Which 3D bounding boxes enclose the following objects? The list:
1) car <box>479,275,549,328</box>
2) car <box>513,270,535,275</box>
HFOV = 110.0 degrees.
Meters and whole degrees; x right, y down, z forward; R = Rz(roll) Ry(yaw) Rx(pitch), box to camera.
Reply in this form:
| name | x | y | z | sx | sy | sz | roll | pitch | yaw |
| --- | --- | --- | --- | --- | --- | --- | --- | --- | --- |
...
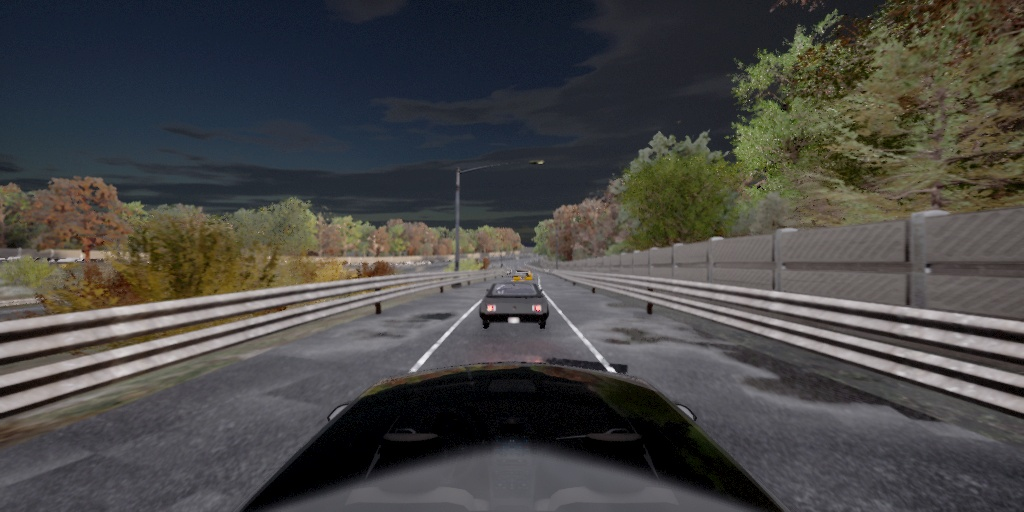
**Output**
| name | x | y | z | sx | sy | sz | roll | pitch | yaw |
| --- | --- | --- | --- | --- | --- | --- | --- | --- | --- |
| car | 0.089 | 1.461 | 11.723 | 1.895 | 1.301 | 4.718 | 0 | -1 | 1 |
| car | 1.099 | 2.060 | 34.972 | 1.882 | 1.535 | 5.008 | 0 | -2 | 3 |
